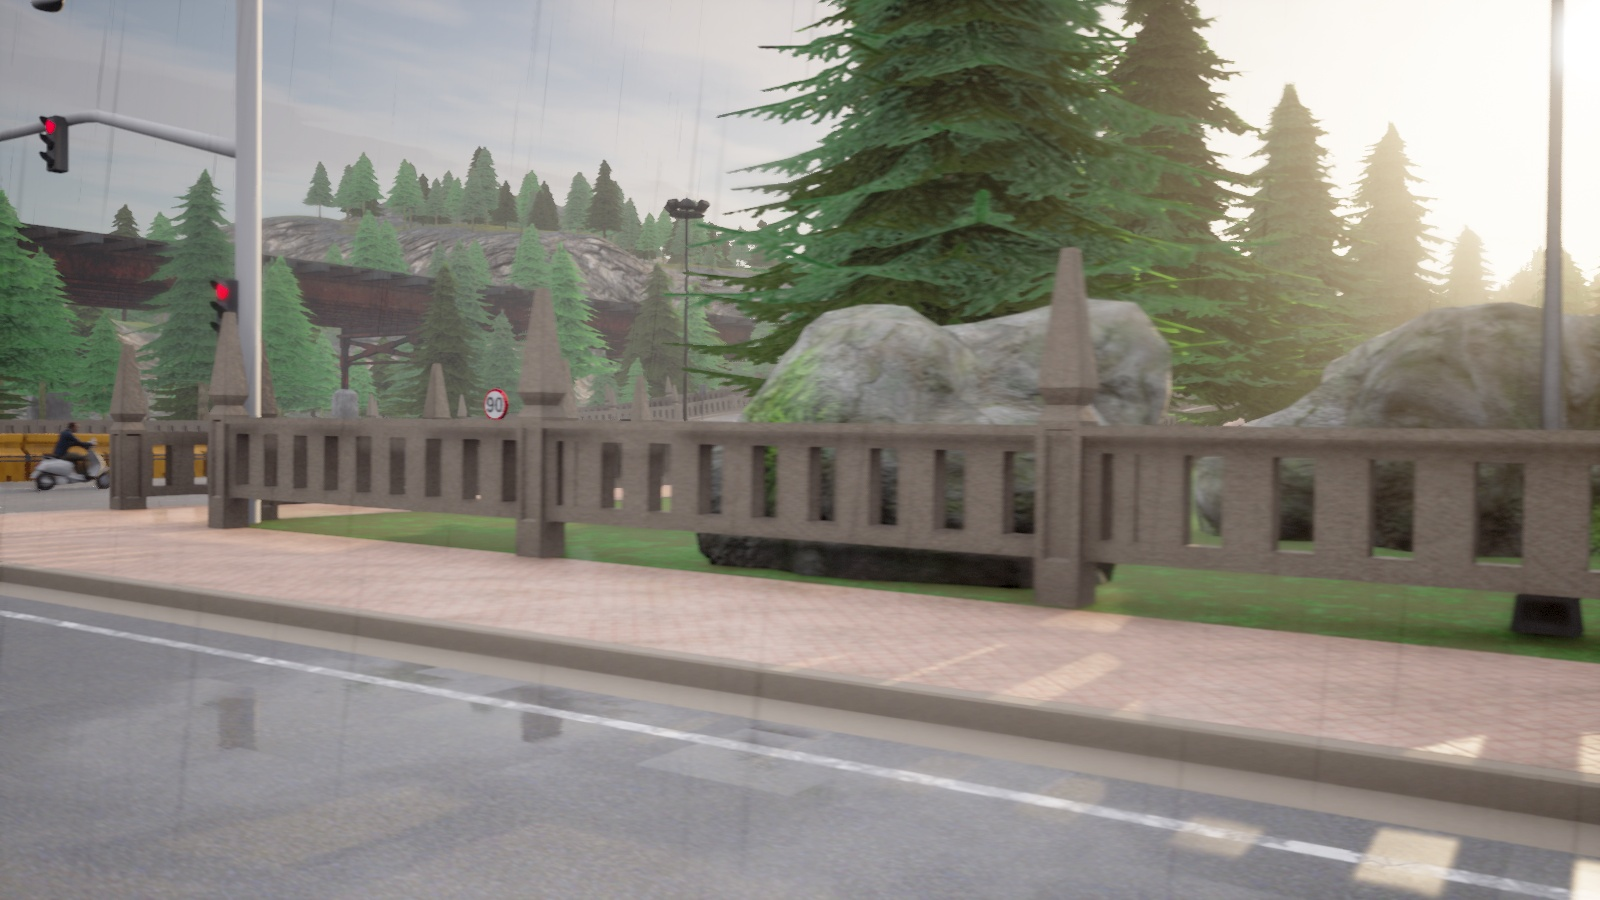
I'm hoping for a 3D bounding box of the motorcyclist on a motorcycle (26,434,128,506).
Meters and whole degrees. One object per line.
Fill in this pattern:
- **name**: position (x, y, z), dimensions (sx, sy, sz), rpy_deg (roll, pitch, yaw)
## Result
- **motorcyclist on a motorcycle**: position (-16.585, 0.440, 28.827), dimensions (0.866, 1.590, 1.817), rpy_deg (0, 1, 34)
